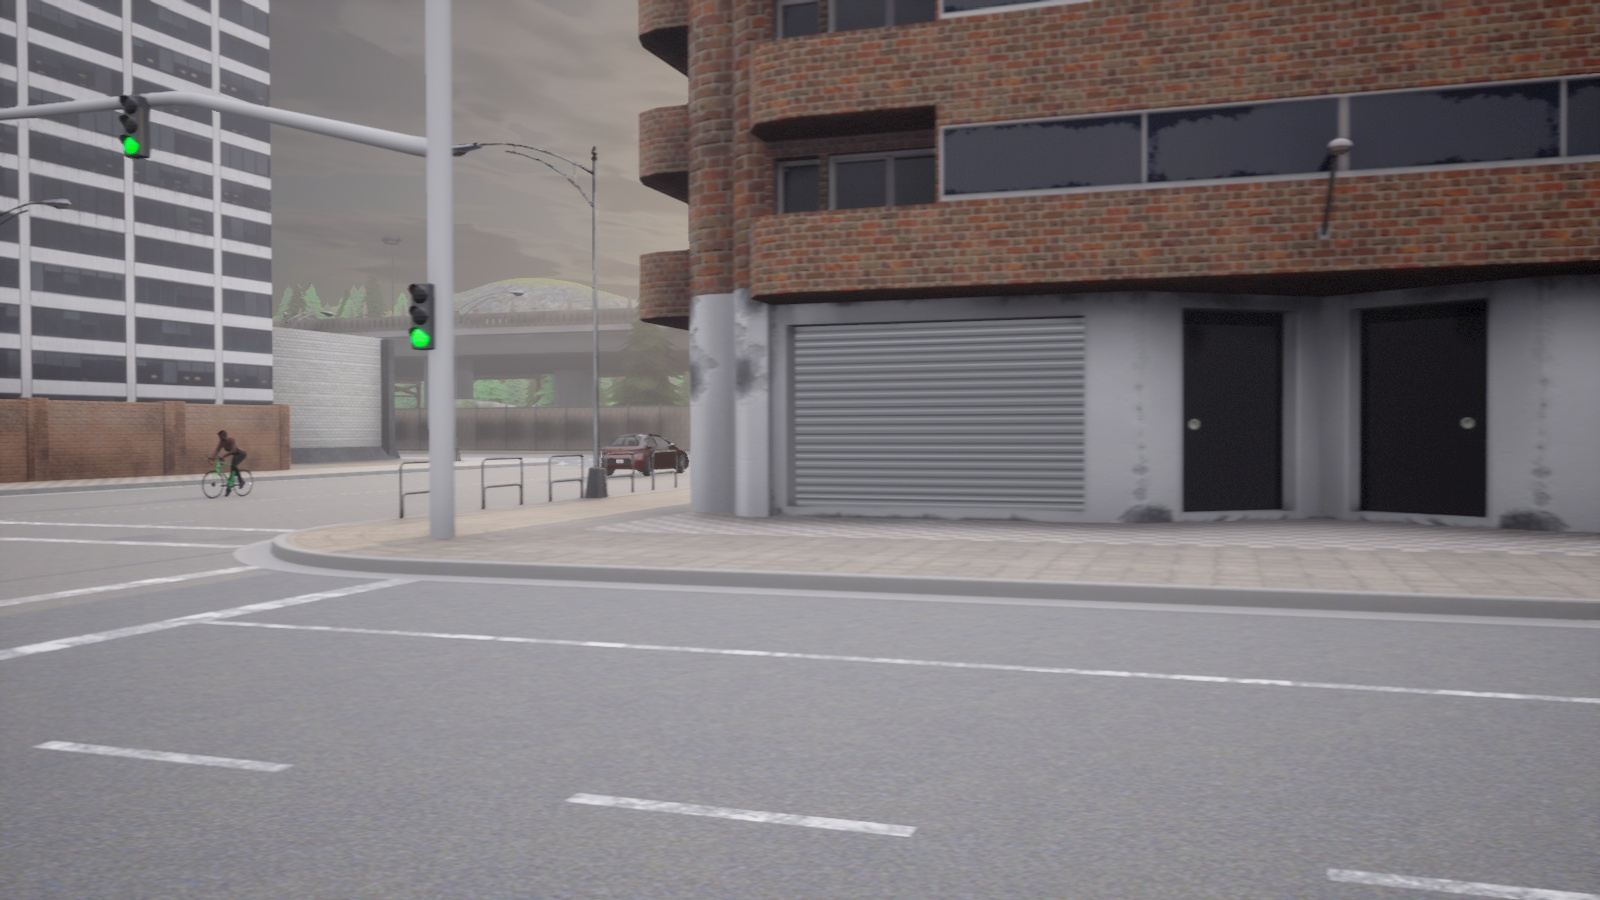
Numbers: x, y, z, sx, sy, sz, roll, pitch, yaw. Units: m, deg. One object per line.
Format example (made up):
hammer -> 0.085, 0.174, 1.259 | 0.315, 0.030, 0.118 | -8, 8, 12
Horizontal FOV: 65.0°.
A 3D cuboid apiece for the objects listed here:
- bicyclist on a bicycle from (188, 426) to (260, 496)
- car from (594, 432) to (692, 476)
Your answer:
bicyclist on a bicycle -> -13.843, 0.243, 30.237 | 0.582, 1.620, 1.656 | 1, 1, 18
car -> -5.475, 0.109, 44.397 | 1.816, 1.474, 4.193 | 1, 1, 18
